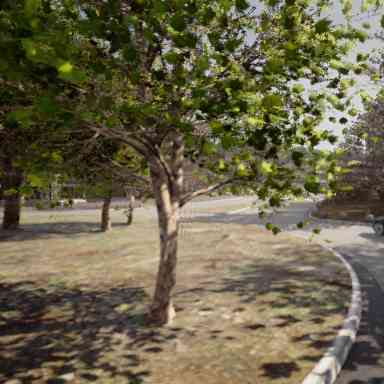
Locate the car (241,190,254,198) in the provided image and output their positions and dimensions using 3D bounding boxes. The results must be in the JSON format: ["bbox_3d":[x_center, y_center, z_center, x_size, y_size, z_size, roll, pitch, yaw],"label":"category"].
[{"bbox_3d":[9.986,0.176,63.588,1.946,1.575,5.366,0,3,37],"label":"car"}]

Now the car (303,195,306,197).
[{"bbox_3d":[17.298,0.160,53.558,2.150,2.045,5.566,0,3,35],"label":"car"}]

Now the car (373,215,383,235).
[{"bbox_3d":[10.592,1.494,15.777,2.128,1.511,4.902,0,0,-2],"label":"car"}]
